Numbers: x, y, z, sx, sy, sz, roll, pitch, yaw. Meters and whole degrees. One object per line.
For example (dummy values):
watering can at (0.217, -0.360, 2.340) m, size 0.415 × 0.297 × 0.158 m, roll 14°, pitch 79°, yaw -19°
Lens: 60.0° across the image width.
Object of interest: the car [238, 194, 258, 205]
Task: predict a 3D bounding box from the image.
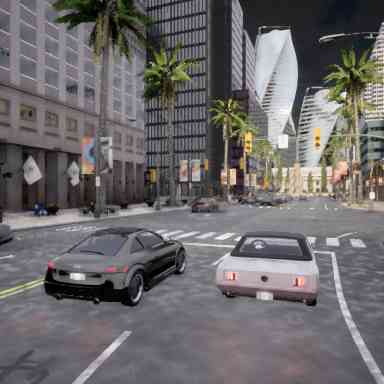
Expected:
car at (9.838, 1.564, 57.623) m, size 1.994 × 1.385 × 4.181 m, roll 0°, pitch 0°, yaw 21°

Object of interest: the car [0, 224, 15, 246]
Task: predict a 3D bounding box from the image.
car at (-8.436, 1.547, 10.747) m, size 2.033 × 1.411 × 5.357 m, roll 0°, pitch 0°, yaw 17°

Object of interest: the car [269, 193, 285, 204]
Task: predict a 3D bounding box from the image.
car at (16.162, 1.478, 63.980) m, size 1.882 × 1.535 × 5.008 m, roll 0°, pitch 0°, yaw 22°

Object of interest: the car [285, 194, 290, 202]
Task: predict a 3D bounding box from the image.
car at (19.891, 1.524, 73.323) m, size 1.812 × 1.442 × 4.674 m, roll 0°, pitch 0°, yaw 22°

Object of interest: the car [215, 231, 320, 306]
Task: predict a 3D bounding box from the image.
car at (2.033, 1.601, 8.148) m, size 1.895 × 1.301 × 4.718 m, roll 0°, pitch 0°, yaw 19°

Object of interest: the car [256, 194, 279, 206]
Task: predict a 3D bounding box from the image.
car at (12.558, 1.547, 54.980) m, size 2.033 × 1.411 × 5.357 m, roll 0°, pitch 0°, yaw 22°

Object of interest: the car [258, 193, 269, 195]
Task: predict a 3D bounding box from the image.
car at (14.474, 1.225, 69.137) m, size 2.150 × 2.045 × 5.566 m, roll 0°, pitch 0°, yaw 22°

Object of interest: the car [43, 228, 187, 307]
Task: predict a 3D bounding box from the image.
car at (-1.576, 1.564, 8.195) m, size 1.994 × 1.385 × 4.181 m, roll 0°, pitch 0°, yaw 17°

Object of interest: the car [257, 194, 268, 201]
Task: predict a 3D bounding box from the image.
car at (19.033, 1.354, 89.184) m, size 2.185 × 1.767 × 4.553 m, roll 0°, pitch 0°, yaw 21°

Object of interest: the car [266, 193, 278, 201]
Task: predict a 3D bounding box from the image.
car at (20.020, 1.221, 83.129) m, size 2.150 × 2.045 × 5.566 m, roll 0°, pitch 0°, yaw 22°

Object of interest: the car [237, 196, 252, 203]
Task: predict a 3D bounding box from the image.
car at (10.916, 1.513, 68.810) m, size 2.161 × 1.482 × 4.786 m, roll 0°, pitch 0°, yaw 21°

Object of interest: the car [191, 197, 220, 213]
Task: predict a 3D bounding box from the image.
car at (1.497, 1.351, 36.530) m, size 2.097 × 1.767 × 4.553 m, roll 0°, pitch 0°, yaw 22°

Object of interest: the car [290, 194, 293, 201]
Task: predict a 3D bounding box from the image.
car at (24.700, 1.322, 85.528) m, size 2.097 × 1.767 × 4.553 m, roll 0°, pitch 0°, yaw 21°
